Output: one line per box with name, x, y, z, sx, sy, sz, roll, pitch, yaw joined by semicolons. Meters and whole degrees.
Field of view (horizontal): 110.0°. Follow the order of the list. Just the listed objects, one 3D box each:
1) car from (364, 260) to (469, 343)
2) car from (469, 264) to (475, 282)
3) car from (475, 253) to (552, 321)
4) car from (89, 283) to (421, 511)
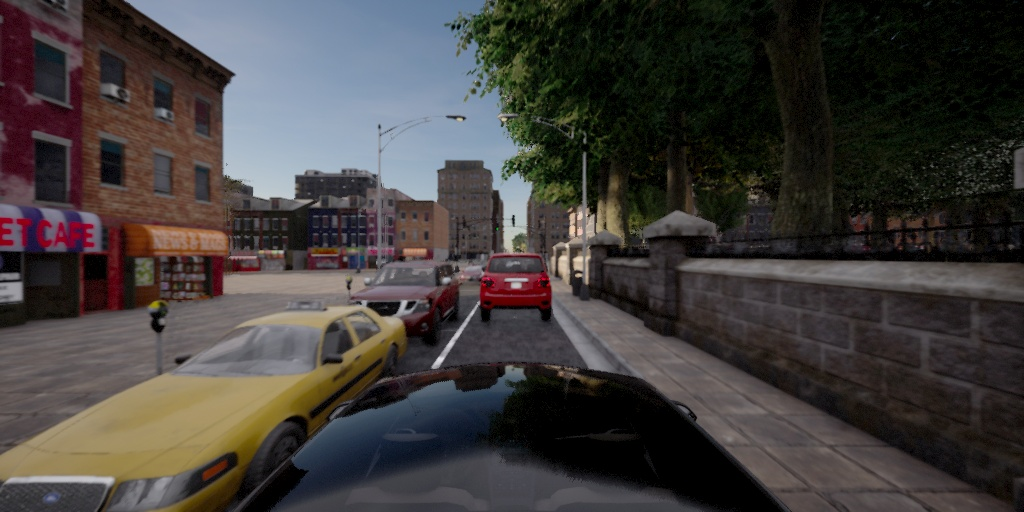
car;-2.641;1.051;9.787;2.192;1.841;5.009;0;0;0
car;-2.638;1.291;25.326;1.802;1.307;4.207;0;0;0
car;0.103;0.946;12.591;2.150;2.045;5.566;0;-1;0
car;-2.643;1.271;4.346;1.751;1.417;4.829;0;0;0
